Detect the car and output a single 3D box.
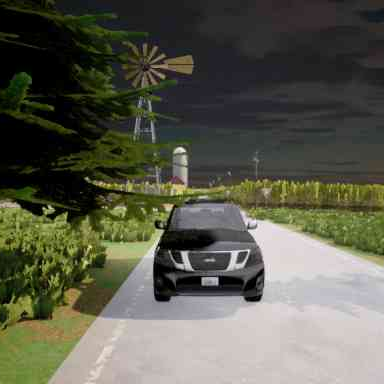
[{"bbox_3d":[0.333,1.221,8.623,2.150,2.045,5.566,0,0,0],"label":"car"}]
